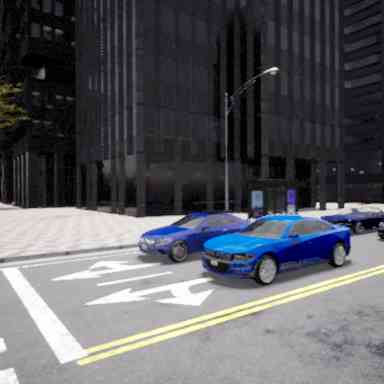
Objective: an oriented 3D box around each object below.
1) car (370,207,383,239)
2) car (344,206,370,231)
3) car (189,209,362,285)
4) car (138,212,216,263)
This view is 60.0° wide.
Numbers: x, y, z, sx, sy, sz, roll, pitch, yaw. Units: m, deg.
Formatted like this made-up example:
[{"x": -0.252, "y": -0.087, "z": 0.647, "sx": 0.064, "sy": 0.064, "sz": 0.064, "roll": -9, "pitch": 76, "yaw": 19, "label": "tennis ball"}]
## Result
[{"x": 10.155, "y": 1.435, "z": 14.925, "sx": 4.181, "sy": 1.385, "sz": 1.994, "roll": 0, "pitch": 0, "yaw": -36, "label": "car"}, {"x": 9.044, "y": 1.464, "z": 18.120, "sx": 4.718, "sy": 1.301, "sz": 1.895, "roll": -1, "pitch": 0, "yaw": -36, "label": "car"}, {"x": 2.561, "y": 1.420, "z": 9.507, "sx": 5.008, "sy": 1.535, "sz": 1.882, "roll": -1, "pitch": 0, "yaw": -36, "label": "car"}, {"x": 0.373, "y": 1.471, "z": 11.934, "sx": 4.674, "sy": 1.442, "sz": 1.812, "roll": -1, "pitch": 0, "yaw": -36, "label": "car"}]
